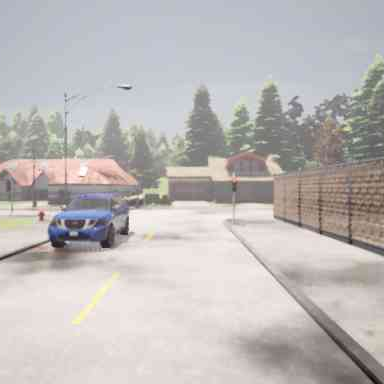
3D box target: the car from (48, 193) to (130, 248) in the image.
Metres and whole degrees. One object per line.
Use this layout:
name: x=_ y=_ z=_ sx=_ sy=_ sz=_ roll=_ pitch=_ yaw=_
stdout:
car: x=-4.134 y=1.085 z=14.399 sx=2.150 sy=2.045 sz=5.566 roll=0 pitch=1 yaw=0
